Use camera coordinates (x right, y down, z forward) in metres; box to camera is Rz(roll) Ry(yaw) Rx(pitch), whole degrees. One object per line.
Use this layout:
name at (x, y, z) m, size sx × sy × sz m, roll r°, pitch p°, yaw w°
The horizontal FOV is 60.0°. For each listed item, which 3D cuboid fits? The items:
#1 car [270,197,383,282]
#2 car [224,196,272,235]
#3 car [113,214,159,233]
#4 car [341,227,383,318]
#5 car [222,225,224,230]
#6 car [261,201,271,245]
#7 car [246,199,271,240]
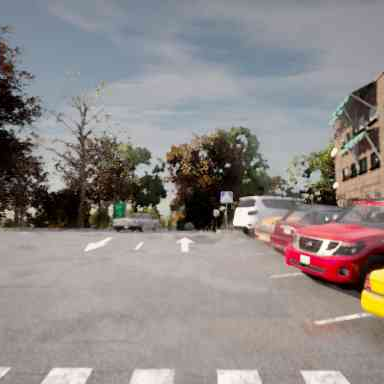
car at (5.138, 1.219, 8.533) m, size 5.566 × 2.045 × 2.435 m, roll 1°, pitch 0°, yaw -21°
car at (4.898, 1.335, 17.559) m, size 5.566 × 2.045 × 2.435 m, roll 3°, pitch -5°, yaw -21°
car at (-3.799, 2.141, 23.143) m, size 1.895 × 1.301 × 4.718 m, roll -1°, pitch -6°, yaw 10°
car at (5.393, 1.483, 5.589) m, size 5.366 × 1.575 × 1.946 m, roll 1°, pitch 0°, yaw -21°
car at (5.944, 4.263, 42.397) m, size 4.553 × 1.767 × 2.097 m, roll 7°, pitch -8°, yaw -43°
car at (5.058, 1.331, 11.584) m, size 4.553 × 1.767 × 2.185 m, roll 1°, pitch 0°, yaw -22°
car at (5.030, 1.356, 14.608) m, size 4.553 × 1.767 × 2.185 m, roll 2°, pitch -2°, yaw -22°
